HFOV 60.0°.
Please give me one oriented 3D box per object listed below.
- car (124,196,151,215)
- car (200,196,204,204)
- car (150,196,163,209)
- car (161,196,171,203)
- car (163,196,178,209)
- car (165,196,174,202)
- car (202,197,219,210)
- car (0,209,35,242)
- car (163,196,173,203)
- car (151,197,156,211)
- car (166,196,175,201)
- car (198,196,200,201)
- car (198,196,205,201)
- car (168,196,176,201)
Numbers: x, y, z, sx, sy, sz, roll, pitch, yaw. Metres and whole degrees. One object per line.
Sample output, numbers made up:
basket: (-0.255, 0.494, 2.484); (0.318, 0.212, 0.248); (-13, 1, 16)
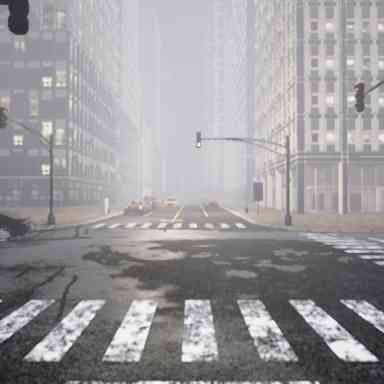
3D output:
car: (-5.685, 1.508, 33.924); (1.967, 1.590, 4.097); (1, 0, 0)
car: (2.686, 1.640, 56.465); (1.752, 1.417, 4.829); (1, 0, 0)
car: (-5.687, 1.406, 45.075); (2.192, 1.841, 5.009); (1, 0, 0)
car: (-5.701, 1.692, 72.950); (1.887, 1.381, 4.507); (1, 0, 0)
car: (-3.017, 1.566, 48.434); (1.882, 1.535, 5.008); (0, 0, 0)
car: (-5.705, 1.715, 84.100); (1.887, 1.381, 4.507); (1, 0, 0)
car: (2.688, 1.673, 45.139); (1.802, 1.307, 4.206); (1, 0, 0)
car: (-10.205, 1.536, 15.747); (5.008, 1.535, 1.882); (0, 2, -12)
car: (-5.703, 1.710, 78.525); (2.008, 1.369, 4.403); (1, 0, 0)
car: (-5.690, 1.661, 39.499); (1.802, 1.307, 4.206); (1, 0, 0)
car: (-5.707, 1.733, 89.675); (2.008, 1.369, 4.403); (1, 0, 0)
car: (2.683, 1.691, 61.872); (1.947, 1.339, 4.313); (1, 0, 0)
car: (2.671, 1.739, 95.335); (1.887, 1.381, 4.507); (1, 0, 0)
car: (-5.709, 1.760, 95.250); (1.947, 1.339, 4.313); (1, 0, 0)
